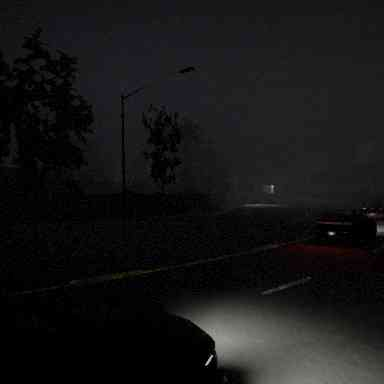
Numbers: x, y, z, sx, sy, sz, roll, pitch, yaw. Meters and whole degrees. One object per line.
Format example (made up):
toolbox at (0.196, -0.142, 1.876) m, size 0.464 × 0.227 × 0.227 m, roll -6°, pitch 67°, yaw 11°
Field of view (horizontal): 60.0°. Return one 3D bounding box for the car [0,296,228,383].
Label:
car at (-1.850, 1.525, 2.421) m, size 4.674 × 1.442 × 1.812 m, roll 0°, pitch 0°, yaw -35°

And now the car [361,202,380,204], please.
car at (15.494, 1.578, 28.918) m, size 2.128 × 1.511 × 4.902 m, roll -1°, pitch -1°, yaw 24°

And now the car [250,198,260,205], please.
car at (13.808, 2.072, 73.186) m, size 1.994 × 1.385 × 4.181 m, roll -1°, pitch -1°, yaw 9°

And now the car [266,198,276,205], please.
car at (17.267, 2.014, 72.655) m, size 2.033 × 1.411 × 5.357 m, roll -1°, pitch -1°, yaw 9°

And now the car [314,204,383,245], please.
car at (7.379, 1.527, 15.806) m, size 2.128 × 1.511 × 4.902 m, roll 0°, pitch 0°, yaw 39°
